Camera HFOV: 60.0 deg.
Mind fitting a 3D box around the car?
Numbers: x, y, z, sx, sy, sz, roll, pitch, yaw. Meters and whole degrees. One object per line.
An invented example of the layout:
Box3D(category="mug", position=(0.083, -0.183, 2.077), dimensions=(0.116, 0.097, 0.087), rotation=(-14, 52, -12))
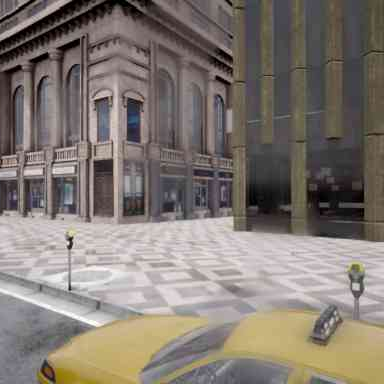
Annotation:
Box3D(category="car", position=(0.718, 1.525, 2.462), dimensions=(4.829, 1.417, 1.752), rotation=(0, 0, 36))
